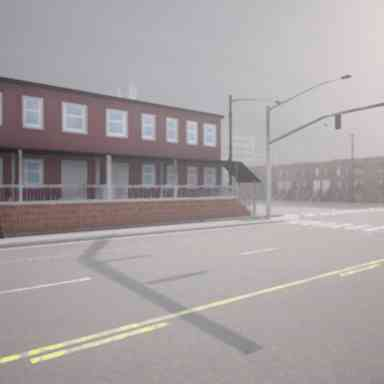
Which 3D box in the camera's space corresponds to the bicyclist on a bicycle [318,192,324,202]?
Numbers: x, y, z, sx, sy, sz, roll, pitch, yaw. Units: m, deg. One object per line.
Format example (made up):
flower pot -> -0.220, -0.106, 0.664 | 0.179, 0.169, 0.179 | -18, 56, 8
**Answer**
bicyclist on a bicycle -> 20.350, 0.840, 52.382 | 1.656, 1.620, 0.582 | -1, 1, -36
